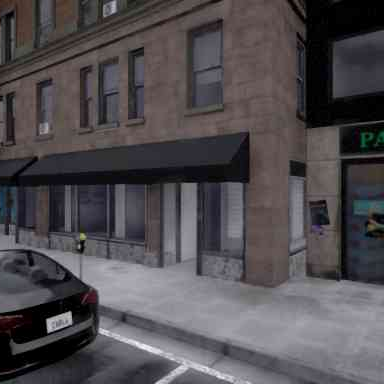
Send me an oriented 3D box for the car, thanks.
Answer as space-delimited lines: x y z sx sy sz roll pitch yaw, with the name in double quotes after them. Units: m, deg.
-3.250 1.566 5.126 4.313 1.339 1.947 0 0 36 "car"
